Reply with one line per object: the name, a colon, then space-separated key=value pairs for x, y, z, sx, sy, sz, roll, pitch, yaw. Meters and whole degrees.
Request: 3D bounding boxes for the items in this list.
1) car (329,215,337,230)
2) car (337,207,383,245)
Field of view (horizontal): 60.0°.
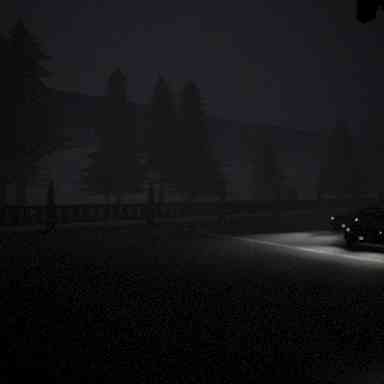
car: x=10.313 y=1.596 z=19.935 sx=4.718 sy=1.301 sz=1.895 roll=0 pitch=0 yaw=-35
car: x=8.510 y=1.522 z=14.356 sx=4.674 sy=1.442 sz=1.812 roll=0 pitch=0 yaw=-35
